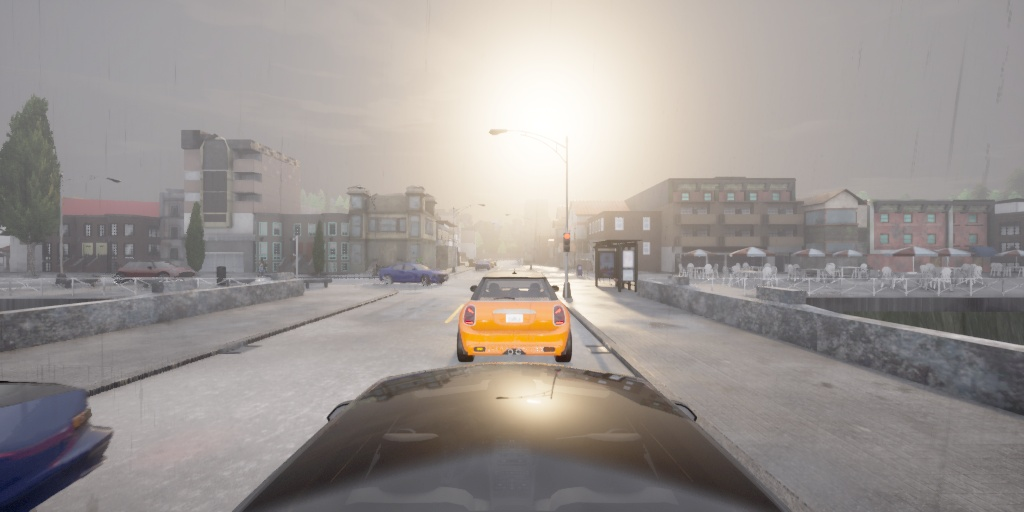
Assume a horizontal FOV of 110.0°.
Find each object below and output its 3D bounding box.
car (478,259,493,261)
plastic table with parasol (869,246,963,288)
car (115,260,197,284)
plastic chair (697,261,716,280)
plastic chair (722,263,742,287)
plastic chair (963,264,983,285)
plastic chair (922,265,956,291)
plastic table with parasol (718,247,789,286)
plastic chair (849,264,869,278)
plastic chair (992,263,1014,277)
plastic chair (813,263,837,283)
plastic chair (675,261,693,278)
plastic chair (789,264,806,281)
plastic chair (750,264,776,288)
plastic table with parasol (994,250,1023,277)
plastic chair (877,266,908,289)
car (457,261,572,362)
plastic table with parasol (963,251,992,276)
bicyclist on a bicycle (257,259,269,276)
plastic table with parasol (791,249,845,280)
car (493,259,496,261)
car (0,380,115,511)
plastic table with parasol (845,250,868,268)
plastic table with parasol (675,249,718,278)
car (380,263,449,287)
[{"bbox_3d":[-4.088,1.228,51.032,1.882,1.535,5.008,0,0,0],"label":"car"},{"bbox_3d":[23.803,0.675,21.257,2.482,2.480,2.482,0,0,0],"label":"plastic table with parasol"},{"bbox_3d":[-25.858,1.101,26.166,4.553,1.767,2.097,0,0,0],"label":"car"},{"bbox_3d":[15.805,1.279,29.210,0.750,1.272,0.730,0,0,0],"label":"plastic chair"},{"bbox_3d":[13.903,1.279,22.811,0.730,1.272,0.750,0,0,0],"label":"plastic chair"},{"bbox_3d":[30.504,1.279,23.805,0.750,1.272,0.730,0,0,0],"label":"plastic chair"},{"bbox_3d":[23.702,1.279,19.907,0.750,1.272,0.730,0,0,0],"label":"plastic chair"},{"bbox_3d":[15.173,0.675,22.670,2.482,2.480,2.482,0,0,0],"label":"plastic table with parasol"},{"bbox_3d":[29.906,1.279,30.805,0.750,1.272,0.730,0,0,0],"label":"plastic chair"},{"bbox_3d":[45.507,1.279,33.301,0.730,1.272,0.750,0,0,0],"label":"plastic chair"},{"bbox_3d":[22.804,1.279,26.108,0.750,1.272,0.730,0,0,0],"label":"plastic chair"},{"bbox_3d":[14.706,1.279,30.610,0.730,1.272,0.750,0,0,0],"label":"plastic chair"},{"bbox_3d":[21.705,1.279,27.508,0.730,1.272,0.750,0,0,0],"label":"plastic chair"},{"bbox_3d":[15.003,1.279,21.410,0.750,1.272,0.730,0,0,0],"label":"plastic chair"},{"bbox_3d":[46.707,0.675,33.180,2.482,2.480,2.482,0,0,0],"label":"plastic table with parasol"},{"bbox_3d":[22.603,1.279,21.308,0.730,1.272,0.750,0,0,0],"label":"plastic chair"},{"bbox_3d":[0.062,1.102,8.353,2.097,1.767,4.553,0,0,1],"label":"car"},{"bbox_3d":[30.514,0.675,25.085,2.482,2.480,2.482,0,0,0],"label":"plastic table with parasol"},{"bbox_3d":[-24.013,1.099,34.562,0.582,1.620,1.656,0,0,0],"label":"bicyclist on a bicycle"},{"bbox_3d":[22.905,0.675,27.458,2.482,2.480,2.482,0,0,0],"label":"plastic table with parasol"},{"bbox_3d":[-4.068,1.228,60.682,1.882,1.535,5.008,0,0,0],"label":"car"},{"bbox_3d":[-4.099,1.297,0.390,2.033,1.411,5.357,0,0,0],"label":"car"},{"bbox_3d":[30.236,0.675,32.175,2.482,2.480,2.482,0,0,0],"label":"plastic table with parasol"},{"bbox_3d":[15.926,0.675,30.490,2.482,2.480,2.482,0,0,0],"label":"plastic table with parasol"},{"bbox_3d":[-6.739,1.228,24.692,5.008,1.535,1.882,0,-1,22],"label":"car"}]
